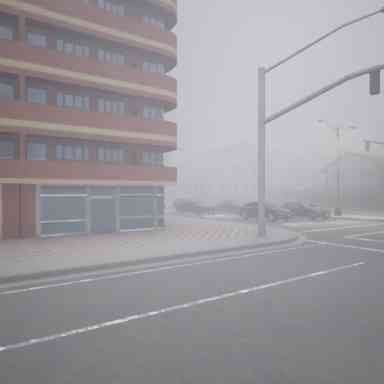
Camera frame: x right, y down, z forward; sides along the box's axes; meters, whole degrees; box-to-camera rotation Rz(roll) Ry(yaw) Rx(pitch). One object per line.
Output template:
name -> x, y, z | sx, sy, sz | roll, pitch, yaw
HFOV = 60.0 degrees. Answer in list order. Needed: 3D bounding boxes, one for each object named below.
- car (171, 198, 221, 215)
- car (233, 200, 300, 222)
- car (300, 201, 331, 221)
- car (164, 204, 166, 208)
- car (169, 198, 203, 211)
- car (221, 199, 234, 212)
car -> 0.321, 1.545, 34.738 | 2.033, 1.411, 5.357 | 0, 0, -34
car -> 5.844, 1.505, 26.709 | 1.837, 1.490, 4.892 | 0, 0, -34
car -> 9.279, 1.526, 27.914 | 1.812, 1.442, 4.674 | 0, 0, -34
car -> -5.392, 1.547, 43.038 | 2.033, 1.411, 5.357 | 0, 0, -34
car -> -0.839, 1.505, 42.595 | 1.837, 1.490, 4.892 | 0, 0, -35
car -> 4.344, 1.526, 35.085 | 1.812, 1.442, 4.674 | 0, 0, -34
